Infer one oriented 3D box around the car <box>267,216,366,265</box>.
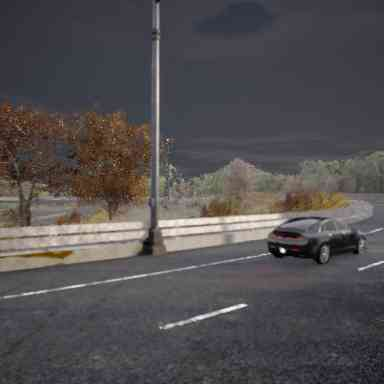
[{"bbox_3d":[4.783,1.678,12.441,4.892,1.490,1.837,1,-1,-41],"label":"car"}]
